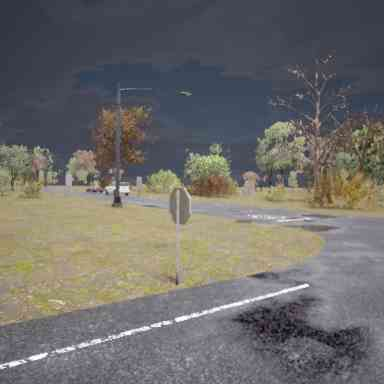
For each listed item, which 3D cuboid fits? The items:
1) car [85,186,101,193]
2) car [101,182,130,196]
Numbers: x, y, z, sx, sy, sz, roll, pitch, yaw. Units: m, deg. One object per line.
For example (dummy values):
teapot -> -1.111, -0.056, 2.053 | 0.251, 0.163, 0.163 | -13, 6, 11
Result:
car -> -17.656, -0.446, 59.876 | 1.895, 1.301, 4.718 | 0, 2, -36
car -> -11.578, -0.490, 51.394 | 2.150, 2.045, 5.566 | 0, 2, -36
